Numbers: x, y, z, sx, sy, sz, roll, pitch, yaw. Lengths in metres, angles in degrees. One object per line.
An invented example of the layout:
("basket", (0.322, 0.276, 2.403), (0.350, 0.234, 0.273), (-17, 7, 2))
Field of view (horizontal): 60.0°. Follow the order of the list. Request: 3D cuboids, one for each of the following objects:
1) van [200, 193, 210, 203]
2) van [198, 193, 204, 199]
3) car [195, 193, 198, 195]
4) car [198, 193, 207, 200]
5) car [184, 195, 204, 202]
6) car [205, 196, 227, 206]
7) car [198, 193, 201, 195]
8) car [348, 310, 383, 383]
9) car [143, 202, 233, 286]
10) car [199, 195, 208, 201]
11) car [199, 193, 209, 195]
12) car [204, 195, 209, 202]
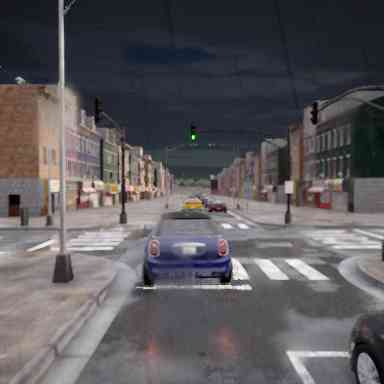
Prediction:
("van", (2.621, 1.194, 67.752), (1.690, 1.788, 3.998), (-1, 0, 0))
("van", (2.623, 1.137, 95.414), (1.690, 1.788, 3.998), (-1, 0, 0))
("car", (0.004, 1.351, 69.092), (1.837, 1.490, 4.892), (0, 0, 0))
("car", (2.621, 1.134, 84.349), (2.192, 1.841, 5.009), (-1, 0, 0))
("car", (0.103, 1.391, 37.999), (1.882, 1.535, 5.008), (0, 0, 0))
("car", (2.624, 1.466, 34.557), (1.887, 1.381, 4.507), (-1, 0, 0))
("car", (2.623, 1.304, 62.220), (1.967, 1.590, 4.097), (-1, 0, 0))
("car", (2.623, 1.545, 2.113), (2.008, 1.369, 4.403), (-1, 0, 0))
("car", (-0.284, 1.334, 9.591), (2.097, 1.767, 4.553), (0, 0, -6))
("car", (2.626, 1.381, 78.818), (2.008, 1.369, 4.403), (-1, 0, 0))
("car", (2.625, 1.420, 56.688), (1.887, 1.381, 4.507), (-1, 0, 0))
("car", (2.625, 1.480, 45.623), (1.802, 1.307, 4.206), (-1, 0, 0))
